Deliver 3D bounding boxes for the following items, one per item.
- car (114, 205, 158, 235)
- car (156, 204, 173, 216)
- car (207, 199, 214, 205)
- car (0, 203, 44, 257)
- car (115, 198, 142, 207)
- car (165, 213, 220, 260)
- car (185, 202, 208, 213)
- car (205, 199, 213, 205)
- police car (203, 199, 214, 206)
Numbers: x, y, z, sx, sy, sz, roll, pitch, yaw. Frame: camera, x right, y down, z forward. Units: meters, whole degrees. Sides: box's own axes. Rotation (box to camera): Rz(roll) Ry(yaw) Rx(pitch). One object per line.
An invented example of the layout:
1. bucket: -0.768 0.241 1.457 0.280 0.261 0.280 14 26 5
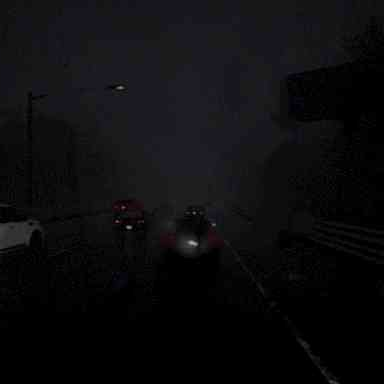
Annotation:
1. car: -3.434 1.783 20.483 1.812 1.442 4.674 0 -1 0
2. car: -3.104 1.980 35.827 1.812 1.442 4.674 0 -1 2
3. car: 5.131 2.741 92.483 1.837 1.490 4.892 0 -1 6
4. car: -6.985 1.365 10.926 2.150 2.045 5.566 0 0 0
5. car: -6.627 1.672 35.275 2.150 2.045 5.566 0 -1 2
6. car: 0.027 1.728 13.118 1.994 1.385 4.181 0 -1 0
7. car: 0.275 1.947 31.830 2.033 1.411 5.357 0 -1 1
8. car: 4.541 2.676 86.588 1.812 1.442 4.674 0 -1 5
9. police car: 3.668 2.436 76.865 1.930 1.638 5.238 0 -1 5
